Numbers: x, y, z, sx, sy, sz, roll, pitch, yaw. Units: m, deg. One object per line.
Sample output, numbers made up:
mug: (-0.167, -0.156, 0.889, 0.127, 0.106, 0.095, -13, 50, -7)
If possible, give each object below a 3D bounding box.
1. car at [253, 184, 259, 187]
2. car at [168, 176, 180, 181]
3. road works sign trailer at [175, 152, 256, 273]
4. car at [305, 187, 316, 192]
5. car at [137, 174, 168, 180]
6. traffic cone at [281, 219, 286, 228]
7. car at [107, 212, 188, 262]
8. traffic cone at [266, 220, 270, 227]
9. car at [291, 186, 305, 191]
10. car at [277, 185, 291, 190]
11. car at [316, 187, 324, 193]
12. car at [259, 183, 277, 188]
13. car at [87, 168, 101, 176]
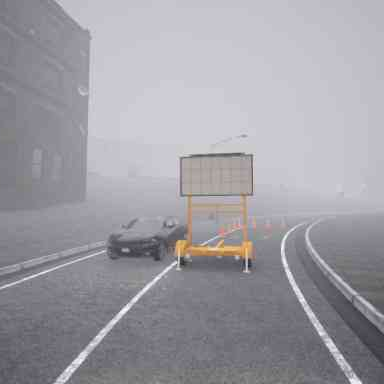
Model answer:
car: (11.076, -1.501, 69.388, 4.553, 1.767, 2.185, 3, -6, -36)
car: (-2.501, -2.114, 59.824, 4.892, 1.521, 2.231, 3, -5, -33)
road works sign trailer: (0.841, 0.530, 11.035, 2.380, 3.560, 2.880, -1, -1, 12)
car: (28.273, -0.376, 83.539, 4.553, 1.767, 2.185, 4, -6, -41)
car: (-7.135, -2.324, 56.832, 4.892, 1.521, 2.231, 2, -5, -33)
traffic cone: (6.252, 2.136, 22.862, 0.340, 0.580, 0.340, -2, -1, 17)
car: (-1.500, 1.604, 12.970, 1.882, 1.535, 5.008, -1, -1, 14)
traffic cone: (5.298, 2.165, 23.152, 0.340, 0.580, 0.340, -2, -1, 17)
car: (24.045, -0.560, 79.815, 4.892, 1.521, 2.231, 4, -6, -40)
car: (19.899, -0.794, 76.329, 4.674, 1.452, 2.002, 4, -6, -39)
car: (32.413, -0.165, 87.321, 5.566, 2.045, 2.435, 5, -6, -42)
car: (15.603, -1.074, 72.875, 4.792, 1.488, 2.163, 3, -6, -38)
car: (-16.330, -2.840, 50.923, 4.553, 1.767, 2.185, 2, -5, -33)
